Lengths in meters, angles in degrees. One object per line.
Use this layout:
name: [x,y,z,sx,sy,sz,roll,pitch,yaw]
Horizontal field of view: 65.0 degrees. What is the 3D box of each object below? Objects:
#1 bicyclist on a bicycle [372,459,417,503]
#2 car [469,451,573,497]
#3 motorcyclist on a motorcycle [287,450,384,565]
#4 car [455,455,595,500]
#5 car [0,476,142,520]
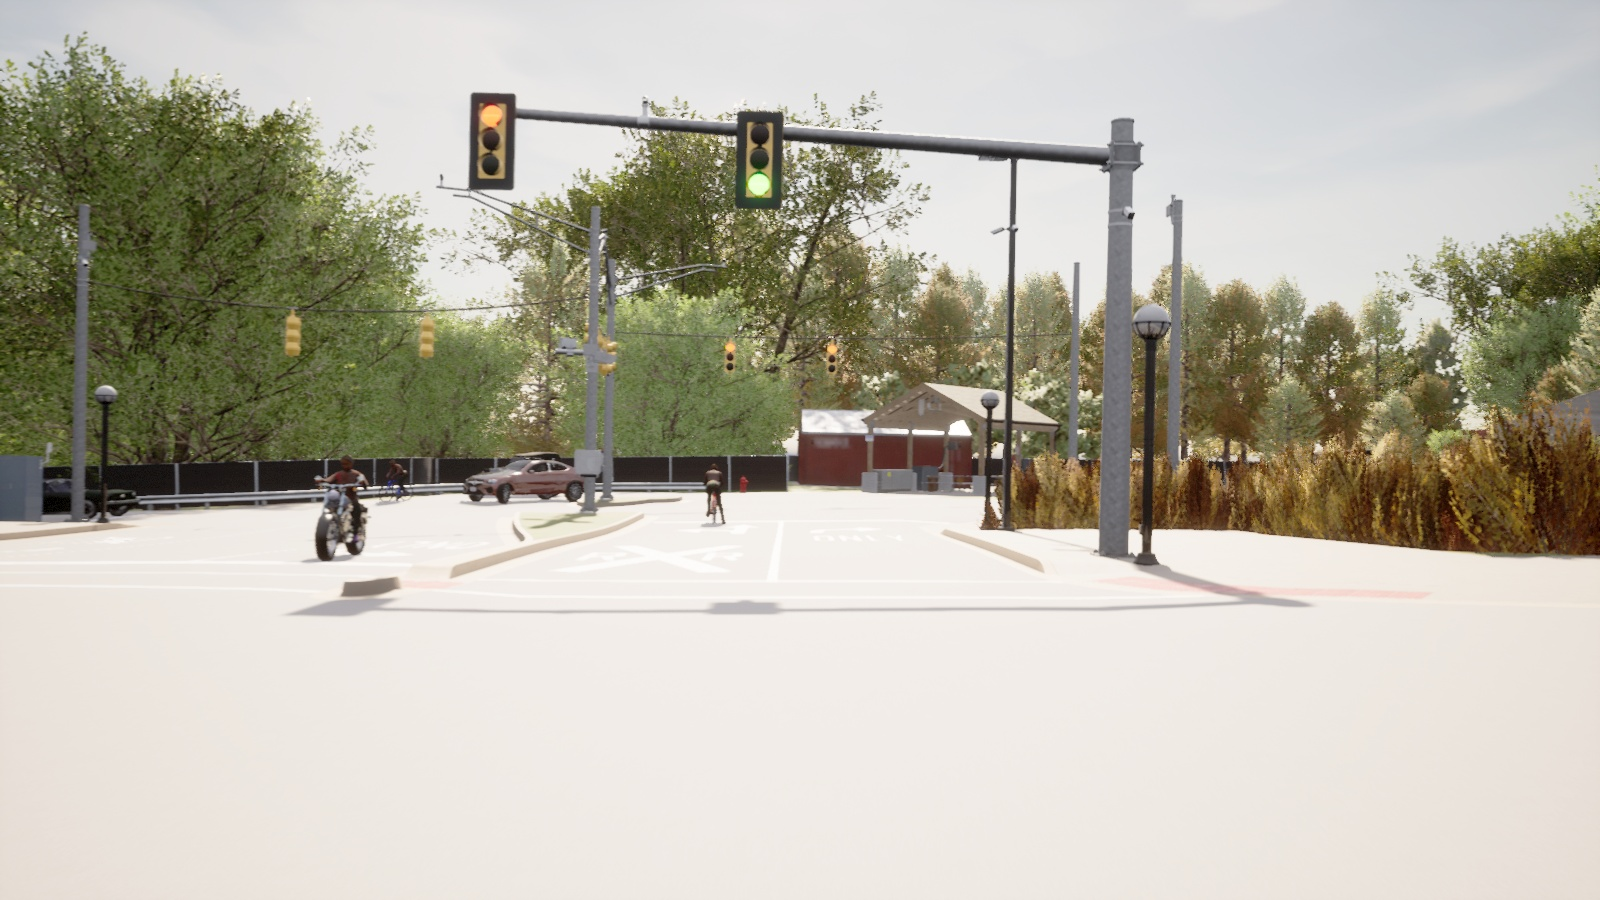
bicyclist on a bicycle: [-15.628,1.185,48.434,0.582,1.620,1.656,1,2,33]
car: [-11.900,1.013,53.641,3.866,1.878,1.905,0,1,-35]
motorcyclist on a motorcycle: [-7.117,0.869,19.374,0.766,1.649,2.350,1,-2,-5]
car: [-10.697,1.044,49.164,2.152,1.651,5.027,1,0,42]
car: [-24.234,1.554,40.819,4.718,1.301,1.895,-1,0,4]
